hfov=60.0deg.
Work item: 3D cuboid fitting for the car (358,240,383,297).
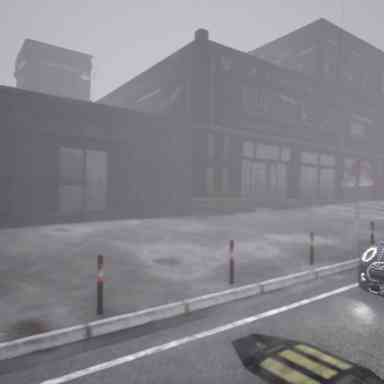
[{"bbox_3d":[5.724,1.290,7.462,4.553,1.767,2.097,-1,1,-36],"label":"car"}]
